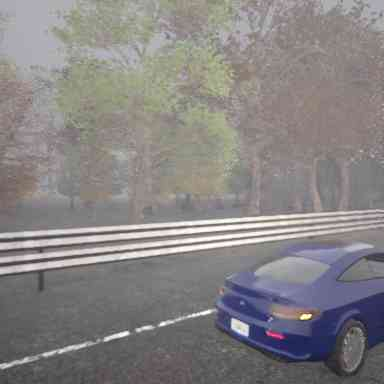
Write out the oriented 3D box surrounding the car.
[{"bbox_3d":[2.476,1.526,5.493,4.674,1.442,1.812,0,0,-35],"label":"car"}]
